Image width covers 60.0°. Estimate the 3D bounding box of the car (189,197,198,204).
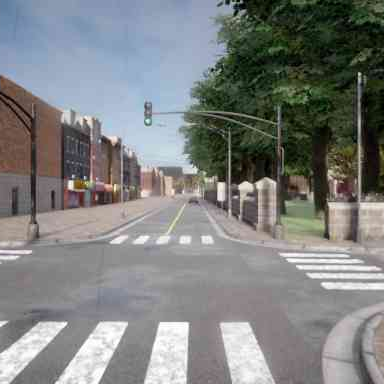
[{"bbox_3d":[0.244,1.626,66.984,2.033,1.411,5.357,0,0,-1],"label":"car"}]
